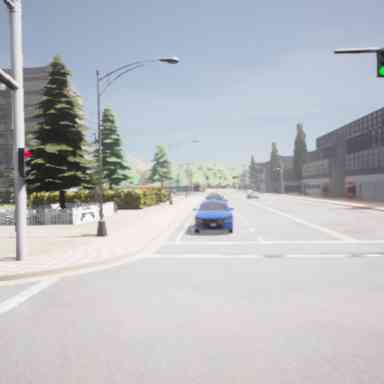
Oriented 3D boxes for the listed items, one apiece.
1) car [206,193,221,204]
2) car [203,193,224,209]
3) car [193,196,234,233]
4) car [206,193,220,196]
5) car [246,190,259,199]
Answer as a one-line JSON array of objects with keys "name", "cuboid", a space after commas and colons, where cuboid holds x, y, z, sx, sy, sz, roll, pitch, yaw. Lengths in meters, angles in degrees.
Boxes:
[{"name": "car", "cuboid": [3.009, 0.842, 46.709, 1.994, 1.385, 4.181, -1, 1, 3]}, {"name": "car", "cuboid": [2.418, 0.917, 36.996, 2.128, 1.511, 4.902, -1, 1, 4]}, {"name": "car", "cuboid": [1.163, 1.197, 17.743, 1.882, 1.535, 5.008, -1, 1, 5]}, {"name": "car", "cuboid": [1.778, 1.051, 27.316, 1.882, 1.535, 5.008, -1, 1, 4]}, {"name": "car", "cuboid": [10.770, 0.459, 59.409, 1.812, 1.442, 4.674, -1, 1, 3]}]
